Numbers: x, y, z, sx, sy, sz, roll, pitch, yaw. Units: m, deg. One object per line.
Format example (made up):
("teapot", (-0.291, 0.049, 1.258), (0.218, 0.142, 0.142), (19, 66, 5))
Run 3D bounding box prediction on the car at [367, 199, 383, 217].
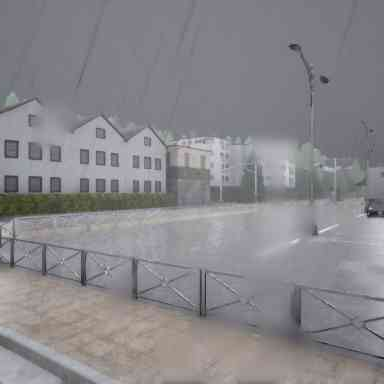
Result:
("car", (15.412, 1.298, 26.820), (2.007, 1.523, 4.514), (0, 0, 35))
